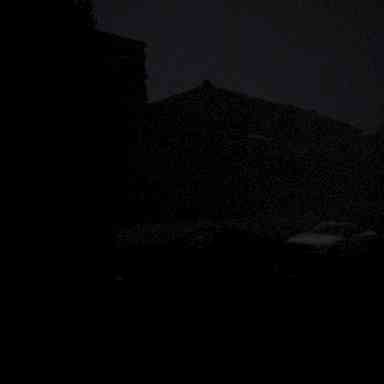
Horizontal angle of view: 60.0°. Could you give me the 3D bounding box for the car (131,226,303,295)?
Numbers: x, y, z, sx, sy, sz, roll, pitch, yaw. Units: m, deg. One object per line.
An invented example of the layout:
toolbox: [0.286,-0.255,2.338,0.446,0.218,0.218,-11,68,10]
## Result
car: [0.678,1.795,9.780,5.008,1.535,2.097,1,0,-34]

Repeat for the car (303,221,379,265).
car: [5.758,1.904,13.392,4.674,1.452,2.002,1,0,-36]
